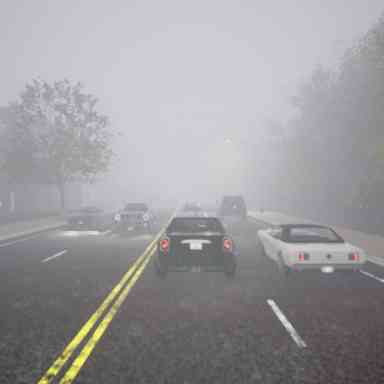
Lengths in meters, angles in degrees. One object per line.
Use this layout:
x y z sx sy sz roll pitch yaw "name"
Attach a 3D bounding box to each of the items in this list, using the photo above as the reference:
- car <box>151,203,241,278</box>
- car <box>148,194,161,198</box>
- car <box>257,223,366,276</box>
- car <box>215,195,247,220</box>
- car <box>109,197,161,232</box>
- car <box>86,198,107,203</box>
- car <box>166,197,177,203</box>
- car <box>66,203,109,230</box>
0.101 1.381 10.423 2.097 1.767 4.553 0 0 0 "car"
-7.106 1.313 64.002 2.150 2.045 5.566 0 0 -1 "car"
3.350 1.630 10.431 1.895 1.301 4.718 0 0 0 "car"
3.300 1.300 28.642 2.150 2.045 5.566 0 0 -1 "car"
-3.360 1.408 20.402 2.097 1.767 4.553 0 0 0 "car"
-20.692 2.020 71.869 4.313 1.339 1.947 -1 1 -1 "car"
-3.857 1.707 64.085 2.128 1.511 4.902 0 0 -1 "car"
-6.612 1.623 21.741 1.994 1.385 4.181 0 0 0 "car"
